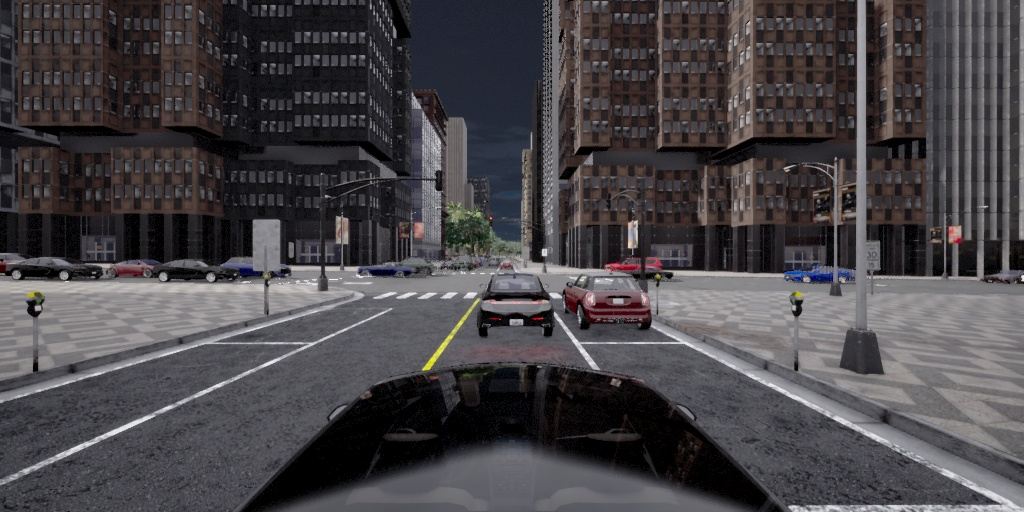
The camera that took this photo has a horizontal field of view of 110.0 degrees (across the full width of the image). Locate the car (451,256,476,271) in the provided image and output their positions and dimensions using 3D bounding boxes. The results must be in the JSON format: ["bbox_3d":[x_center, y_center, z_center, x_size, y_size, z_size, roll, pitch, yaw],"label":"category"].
[{"bbox_3d":[-6.584,0.968,49.380,2.150,2.045,5.566,0,0,0],"label":"car"}]

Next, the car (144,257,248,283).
[{"bbox_3d":[-21.271,0.958,24.297,5.008,1.535,1.882,1,0,-1],"label":"car"}]

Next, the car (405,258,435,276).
[{"bbox_3d":[-9.782,0.981,34.348,4.553,1.767,2.097,1,0,-1],"label":"car"}]

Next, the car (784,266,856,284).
[{"bbox_3d":[26.649,1.634,31.415,5.008,1.535,1.882,0,0,0],"label":"car"}]

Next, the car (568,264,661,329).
[{"bbox_3d":[2.735,1.189,11.178,1.967,1.591,4.097,0,0,0],"label":"car"}]

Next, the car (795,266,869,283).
[{"bbox_3d":[30.827,1.761,34.700,5.357,1.411,2.033,1,0,0],"label":"car"}]

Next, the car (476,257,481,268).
[{"bbox_3d":[-6.665,1.245,59.370,1.882,1.535,5.008,0,0,0],"label":"car"}]

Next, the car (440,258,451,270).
[{"bbox_3d":[-9.280,1.318,52.482,1.948,1.339,4.313,0,0,-1],"label":"car"}]

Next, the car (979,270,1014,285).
[{"bbox_3d":[49.006,2.095,34.764,5.357,1.411,2.033,1,0,-1],"label":"car"}]

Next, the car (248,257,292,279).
[{"bbox_3d":[-19.561,0.852,27.562,4.553,1.767,2.097,1,0,0],"label":"car"}]

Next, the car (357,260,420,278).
[{"bbox_3d":[-10.797,1.220,31.088,4.718,1.301,1.895,1,0,-1],"label":"car"}]

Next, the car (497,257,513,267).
[{"bbox_3d":[-0.756,1.192,52.560,1.967,1.591,4.097,0,0,-1],"label":"car"}]

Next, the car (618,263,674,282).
[{"bbox_3d":[11.335,1.536,31.132,4.718,1.301,1.895,1,0,-4],"label":"car"}]

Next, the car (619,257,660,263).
[{"bbox_3d":[11.622,1.156,34.539,5.566,2.045,2.150,1,0,0],"label":"car"}]

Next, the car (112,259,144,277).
[{"bbox_3d":[-28.205,0.943,27.482,4.181,1.385,1.994,1,0,-1],"label":"car"}]

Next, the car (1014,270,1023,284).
[{"bbox_3d":[48.680,1.696,31.513,5.566,2.045,2.150,1,0,0],"label":"car"}]

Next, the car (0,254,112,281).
[{"bbox_3d":[-30.738,0.824,24.216,5.008,1.535,1.882,1,0,0],"label":"car"}]

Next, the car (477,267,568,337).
[{"bbox_3d":[0.077,1.240,10.292,2.128,1.511,4.902,0,0,-1],"label":"car"}]
